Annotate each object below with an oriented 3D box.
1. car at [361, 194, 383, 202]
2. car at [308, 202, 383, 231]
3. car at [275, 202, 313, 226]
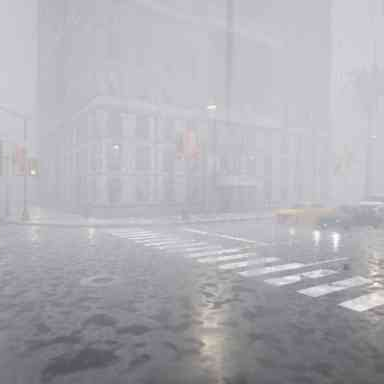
[{"bbox_3d":[16.610,1.221,29.451,5.566,2.045,2.150,0,0,-33],"label":"car"},{"bbox_3d":[10.023,1.547,20.932,5.357,1.411,2.033,0,0,-34],"label":"car"},{"bbox_3d":[8.107,1.478,23.857,5.008,1.535,1.882,0,0,-34],"label":"car"}]
